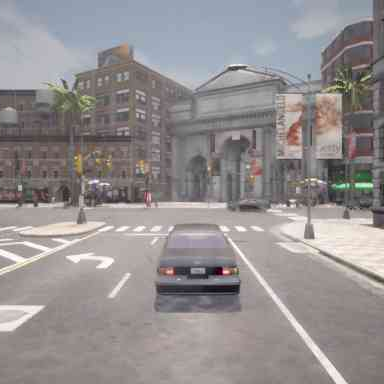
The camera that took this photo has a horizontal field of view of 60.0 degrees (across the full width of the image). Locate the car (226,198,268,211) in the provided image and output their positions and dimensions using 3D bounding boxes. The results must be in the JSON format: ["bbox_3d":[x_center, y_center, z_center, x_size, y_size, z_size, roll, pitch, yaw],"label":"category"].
[{"bbox_3d":[6.779,1.507,41.235,4.892,1.490,1.837,1,0,1],"label":"car"}]

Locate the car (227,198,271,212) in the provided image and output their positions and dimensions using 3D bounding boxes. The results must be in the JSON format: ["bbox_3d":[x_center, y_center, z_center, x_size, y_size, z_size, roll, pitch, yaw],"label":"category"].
[{"bbox_3d":[6.484,1.491,37.733,4.902,1.511,2.128,0,0,0],"label":"car"}]

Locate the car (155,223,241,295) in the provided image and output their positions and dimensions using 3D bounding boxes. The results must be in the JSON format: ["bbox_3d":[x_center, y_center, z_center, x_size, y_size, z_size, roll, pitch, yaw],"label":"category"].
[{"bbox_3d":[0.118,1.547,8.840,2.033,1.411,5.357,0,0,0],"label":"car"}]

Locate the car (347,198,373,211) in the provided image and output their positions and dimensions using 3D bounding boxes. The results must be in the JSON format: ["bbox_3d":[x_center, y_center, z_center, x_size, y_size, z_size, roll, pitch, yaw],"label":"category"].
[{"bbox_3d":[21.455,1.505,41.061,4.892,1.490,1.837,0,0,1],"label":"car"}]
